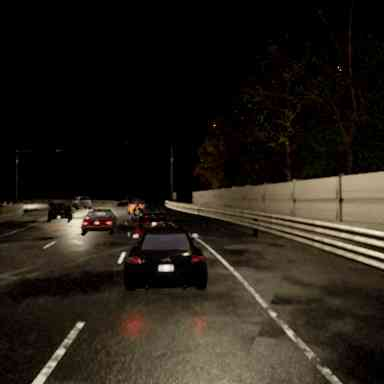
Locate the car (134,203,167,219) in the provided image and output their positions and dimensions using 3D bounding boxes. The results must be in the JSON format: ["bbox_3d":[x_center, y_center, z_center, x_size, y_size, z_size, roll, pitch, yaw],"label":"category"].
[{"bbox_3d":[-2.830,1.743,23.023,1.837,1.490,4.892,0,-1,-12],"label":"car"}]

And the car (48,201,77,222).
[{"bbox_3d":[-11.633,1.822,29.676,1.837,1.490,4.892,0,-1,-16],"label":"car"}]

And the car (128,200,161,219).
[{"bbox_3d":[-4.419,1.806,30.180,2.128,1.511,4.902,0,0,-13],"label":"car"}]

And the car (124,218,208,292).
[{"bbox_3d":[-0.724,1.660,9.271,1.994,1.385,4.181,0,-1,-5],"label":"car"}]

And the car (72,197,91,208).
[{"bbox_3d":[-17.445,1.774,52.362,2.150,2.045,5.566,0,-1,-29],"label":"car"}]

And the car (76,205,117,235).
[{"bbox_3d":[-5.659,1.764,20.513,2.033,1.411,5.357,0,-1,-11],"label":"car"}]

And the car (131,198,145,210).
[{"bbox_3d":[-8.703,1.915,54.185,2.097,1.767,4.553,0,-1,-7],"label":"car"}]
